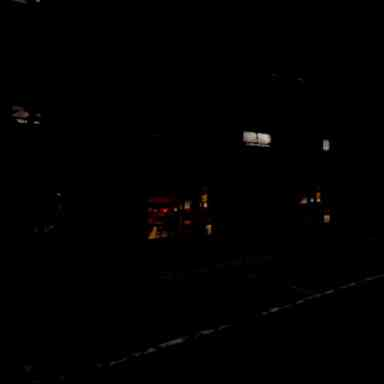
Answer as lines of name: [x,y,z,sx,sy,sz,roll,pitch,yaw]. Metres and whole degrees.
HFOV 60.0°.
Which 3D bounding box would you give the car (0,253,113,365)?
car: [-3.297,1.548,4.208,4.507,1.381,1.887,-1,0,-35]
